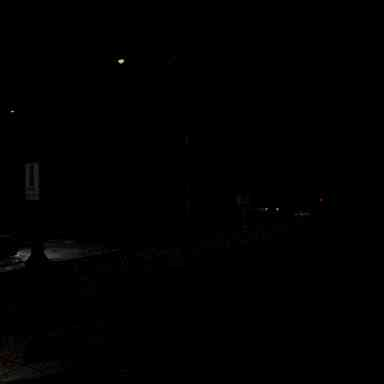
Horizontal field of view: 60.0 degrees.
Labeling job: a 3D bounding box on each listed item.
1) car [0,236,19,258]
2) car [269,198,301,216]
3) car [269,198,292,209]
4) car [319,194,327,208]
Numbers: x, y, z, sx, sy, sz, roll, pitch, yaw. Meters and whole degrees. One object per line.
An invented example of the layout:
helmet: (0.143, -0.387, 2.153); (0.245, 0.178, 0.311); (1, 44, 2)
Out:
car: (-7.614, 1.543, 8.713); (2.033, 1.411, 5.357); (-1, 0, 35)
car: (8.991, 1.555, 32.105); (1.994, 1.385, 4.181); (-1, -1, 35)
car: (13.088, 1.614, 49.102); (1.812, 1.442, 4.674); (-1, -1, 35)
car: (19.707, 1.250, 47.202); (2.150, 2.045, 5.566); (-1, -1, 35)
